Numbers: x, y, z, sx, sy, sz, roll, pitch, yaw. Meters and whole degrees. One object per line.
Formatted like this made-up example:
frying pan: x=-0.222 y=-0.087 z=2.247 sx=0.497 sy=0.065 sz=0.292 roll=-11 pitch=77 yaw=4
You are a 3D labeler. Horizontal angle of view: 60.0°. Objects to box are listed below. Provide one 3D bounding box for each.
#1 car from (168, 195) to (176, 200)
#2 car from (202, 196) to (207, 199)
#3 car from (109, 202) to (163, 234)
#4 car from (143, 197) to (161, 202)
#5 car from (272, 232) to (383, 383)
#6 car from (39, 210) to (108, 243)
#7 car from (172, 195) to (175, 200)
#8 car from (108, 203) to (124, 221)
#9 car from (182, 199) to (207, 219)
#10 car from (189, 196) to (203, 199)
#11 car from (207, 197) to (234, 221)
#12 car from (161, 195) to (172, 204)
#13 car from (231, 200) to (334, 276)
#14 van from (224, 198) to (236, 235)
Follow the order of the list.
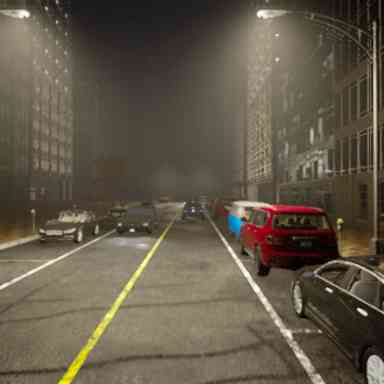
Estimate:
car: x=-5.723 y=1.567 z=94.860 sx=1.887 sy=1.381 sz=4.507 roll=1 pitch=0 yaw=0
car: x=2.680 y=1.545 z=44.268 sx=1.752 sy=1.417 sz=4.829 roll=1 pitch=0 yaw=0
car: x=-3.009 y=1.557 z=19.418 sx=2.033 sy=1.411 sz=5.357 roll=0 pitch=0 yaw=0
car: x=-5.701 y=1.570 z=44.076 sx=2.008 sy=1.369 sz=4.403 roll=1 pitch=0 yaw=0
car: x=2.696 y=1.554 z=4.608 sx=2.008 sy=1.369 sz=4.403 roll=1 pitch=0 yaw=0
car: x=-5.689 y=1.559 z=15.862 sx=2.008 sy=1.369 sz=4.403 roll=1 pitch=0 yaw=0
car: x=-5.720 y=1.548 z=89.048 sx=1.752 sy=1.417 sz=4.829 roll=1 pitch=0 yaw=0
car: x=-5.694 y=1.564 z=27.147 sx=2.008 sy=1.369 sz=4.403 roll=1 pitch=0 yaw=0
car: x=0.089 y=1.561 z=28.849 sx=2.033 sy=1.411 sz=5.357 roll=0 pitch=0 yaw=0
car: x=0.080 y=1.567 z=45.949 sx=2.033 sy=1.411 sz=5.357 roll=0 pitch=0 yaw=0
car: x=2.689 y=1.328 z=27.174 sx=2.192 sy=1.841 sz=5.009 roll=1 pitch=0 yaw=0
car: x=-5.711 y=1.568 z=66.646 sx=1.887 sy=1.381 sz=4.507 roll=1 pitch=0 yaw=0
car: x=2.696 y=1.321 z=10.250 sx=2.192 sy=1.841 sz=5.009 roll=1 pitch=0 yaw=0
van: x=2.693 y=1.349 z=15.891 sx=1.690 sy=1.788 sz=3.998 roll=1 pitch=0 yaw=0
